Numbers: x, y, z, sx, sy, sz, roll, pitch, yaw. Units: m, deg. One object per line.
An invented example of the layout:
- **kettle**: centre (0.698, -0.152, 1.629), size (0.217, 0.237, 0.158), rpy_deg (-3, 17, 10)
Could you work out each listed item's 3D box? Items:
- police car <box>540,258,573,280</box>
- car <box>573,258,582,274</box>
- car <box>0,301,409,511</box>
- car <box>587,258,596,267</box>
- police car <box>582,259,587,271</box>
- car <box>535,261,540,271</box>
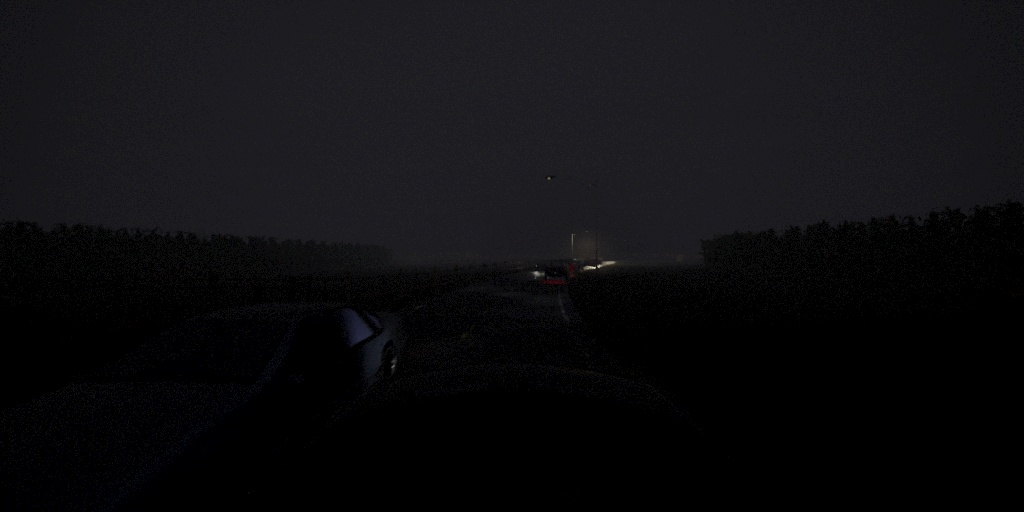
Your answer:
- **police car**: centre (3.957, 1.149, 31.009), size (1.930, 1.638, 5.238), rpy_deg (0, 0, 12)
- **car**: centre (6.295, 1.058, 40.431), size (2.097, 1.767, 4.553), rpy_deg (0, 0, 16)
- **car**: centre (-2.764, 1.285, 4.085), size (2.033, 1.411, 5.357), rpy_deg (0, 0, 1)
- **car**: centre (13.574, 1.227, 63.966), size (1.994, 1.385, 4.181), rpy_deg (0, 0, 20)
- **police car**: centre (8.071, 1.121, 46.214), size (1.930, 1.638, 5.238), rpy_deg (0, 0, 18)
- **car**: centre (4.290, 1.161, 46.104), size (1.882, 1.535, 5.008), rpy_deg (0, 0, 18)
